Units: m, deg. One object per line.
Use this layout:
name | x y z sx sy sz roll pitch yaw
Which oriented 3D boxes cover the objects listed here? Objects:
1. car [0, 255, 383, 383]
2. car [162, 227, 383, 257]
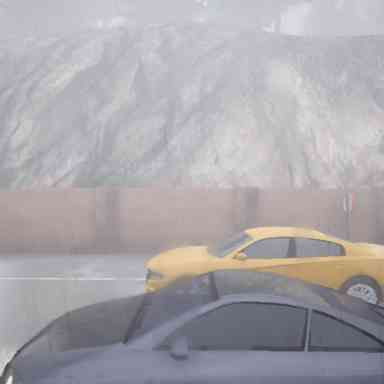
car | 0.335 1.564 3.367 4.181 1.385 1.994 0 0 1
car | 1.577 1.477 6.843 5.008 1.535 1.882 0 0 1
